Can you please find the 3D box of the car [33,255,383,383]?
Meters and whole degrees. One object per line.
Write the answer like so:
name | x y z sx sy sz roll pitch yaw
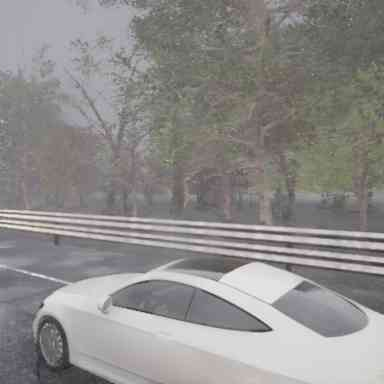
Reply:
car | 0.025 1.526 3.973 4.674 1.442 1.812 0 0 35
